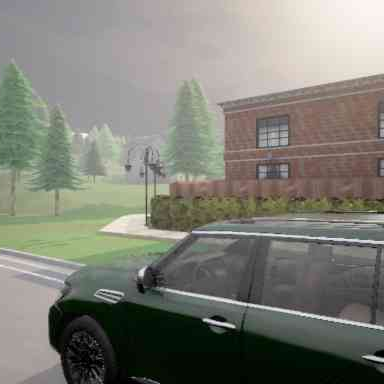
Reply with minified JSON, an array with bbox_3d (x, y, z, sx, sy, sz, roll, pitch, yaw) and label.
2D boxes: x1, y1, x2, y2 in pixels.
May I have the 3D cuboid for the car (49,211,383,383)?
[{"bbox_3d":[0.900,1.220,3.346,5.566,2.045,2.150,0,0,36],"label":"car"}]
